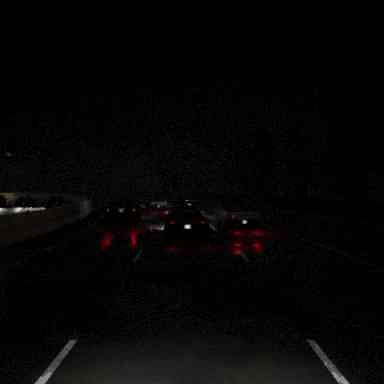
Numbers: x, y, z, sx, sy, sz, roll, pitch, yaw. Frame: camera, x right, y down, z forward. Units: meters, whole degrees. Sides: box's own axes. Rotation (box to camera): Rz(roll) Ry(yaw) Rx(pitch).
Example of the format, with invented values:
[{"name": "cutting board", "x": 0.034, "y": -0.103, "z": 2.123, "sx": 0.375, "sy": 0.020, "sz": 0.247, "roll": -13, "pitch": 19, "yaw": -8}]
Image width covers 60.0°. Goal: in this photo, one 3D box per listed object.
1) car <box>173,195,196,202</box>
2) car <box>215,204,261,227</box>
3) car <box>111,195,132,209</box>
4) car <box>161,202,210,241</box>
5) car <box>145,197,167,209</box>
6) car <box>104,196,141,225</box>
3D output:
[{"name": "car", "x": -0.912, "y": 1.088, "z": 38.641, "sx": 1.837, "sy": 1.490, "sz": 4.892, "roll": 0, "pitch": 1, "yaw": -16}, {"name": "car", "x": 2.706, "y": 1.374, "z": 20.930, "sx": 1.895, "sy": 1.301, "sz": 4.718, "roll": 0, "pitch": 1, "yaw": -7}, {"name": "car", "x": -8.281, "y": 1.145, "z": 38.904, "sx": 1.994, "sy": 1.385, "sz": 4.181, "roll": 0, "pitch": 1, "yaw": -17}, {"name": "car", "x": -0.339, "y": 1.393, "z": 15.807, "sx": 1.994, "sy": 1.385, "sz": 4.181, "roll": 0, "pitch": 1, "yaw": -4}, {"name": "car", "x": -4.131, "y": 1.199, "z": 37.325, "sx": 1.895, "sy": 1.301, "sz": 4.718, "roll": 0, "pitch": 1, "yaw": -16}, {"name": "car", "x": -4.525, "y": 1.113, "z": 22.078, "sx": 2.097, "sy": 1.767, "sz": 4.553, "roll": 0, "pitch": 1, "yaw": -7}]
